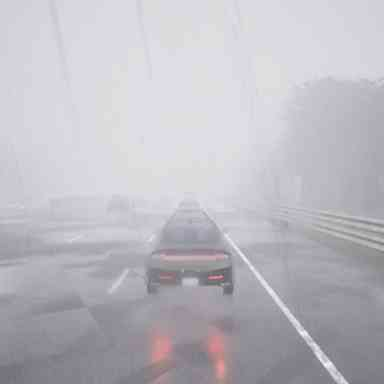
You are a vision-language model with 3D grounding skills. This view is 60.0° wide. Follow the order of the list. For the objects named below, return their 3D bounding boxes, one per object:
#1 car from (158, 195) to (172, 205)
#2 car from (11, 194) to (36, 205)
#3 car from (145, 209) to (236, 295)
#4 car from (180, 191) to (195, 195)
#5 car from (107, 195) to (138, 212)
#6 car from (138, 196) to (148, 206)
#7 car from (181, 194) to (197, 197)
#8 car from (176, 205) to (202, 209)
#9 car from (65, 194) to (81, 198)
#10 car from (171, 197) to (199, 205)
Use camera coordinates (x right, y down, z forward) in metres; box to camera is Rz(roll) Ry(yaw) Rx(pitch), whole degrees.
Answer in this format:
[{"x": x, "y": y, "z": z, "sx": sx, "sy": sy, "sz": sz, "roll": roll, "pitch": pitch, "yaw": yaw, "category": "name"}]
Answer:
[{"x": -3.973, "y": 1.145, "z": 49.297, "sx": 2.033, "sy": 1.411, "sz": 5.357, "roll": 0, "pitch": 0, "yaw": -1, "category": "car"}, {"x": -25.087, "y": 1.102, "z": 49.599, "sx": 1.837, "sy": 1.490, "sz": 4.892, "roll": 0, "pitch": 0, "yaw": -1, "category": "car"}, {"x": -0.041, "y": 1.420, "z": 8.530, "sx": 2.128, "sy": 1.511, "sz": 4.902, "roll": 0, "pitch": 0, "yaw": 0, "category": "car"}, {"x": -0.441, "y": 0.835, "z": 47.334, "sx": 2.150, "sy": 2.045, "sz": 5.566, "roll": 0, "pitch": 0, "yaw": -1, "category": "car"}, {"x": -7.250, "y": 1.071, "z": 34.342, "sx": 2.097, "sy": 1.767, "sz": 4.553, "roll": 0, "pitch": 0, "yaw": -1, "category": "car"}, {"x": -7.436, "y": 1.216, "z": 47.275, "sx": 1.895, "sy": 1.301, "sz": 4.718, "roll": 0, "pitch": 0, "yaw": -2, "category": "car"}, {"x": -0.277, "y": 1.268, "z": 36.252, "sx": 1.994, "sy": 1.385, "sz": 4.181, "roll": 0, "pitch": 1, "yaw": -1, "category": "car"}, {"x": -0.091, "y": 1.476, "z": 15.171, "sx": 1.895, "sy": 1.301, "sz": 4.718, "roll": 0, "pitch": 0, "yaw": 0, "category": "car"}, {"x": -18.095, "y": 1.111, "z": 50.691, "sx": 1.882, "sy": 1.535, "sz": 5.008, "roll": 0, "pitch": 0, "yaw": -1, "category": "car"}, {"x": -0.204, "y": 1.348, "z": 24.312, "sx": 2.033, "sy": 1.411, "sz": 5.357, "roll": 0, "pitch": 0, "yaw": -1, "category": "car"}]
